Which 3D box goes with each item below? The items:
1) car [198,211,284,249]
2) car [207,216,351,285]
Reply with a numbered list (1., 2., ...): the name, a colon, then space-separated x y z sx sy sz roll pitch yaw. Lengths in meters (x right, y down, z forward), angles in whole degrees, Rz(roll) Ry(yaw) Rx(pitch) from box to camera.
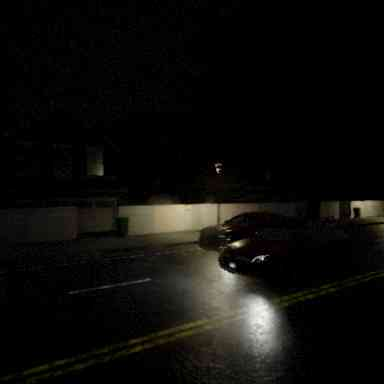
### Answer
1. car: 2.542 1.576 13.596 5.008 1.535 1.882 0 -1 -36
2. car: 2.908 1.597 9.838 4.674 1.442 1.812 0 -1 -36
